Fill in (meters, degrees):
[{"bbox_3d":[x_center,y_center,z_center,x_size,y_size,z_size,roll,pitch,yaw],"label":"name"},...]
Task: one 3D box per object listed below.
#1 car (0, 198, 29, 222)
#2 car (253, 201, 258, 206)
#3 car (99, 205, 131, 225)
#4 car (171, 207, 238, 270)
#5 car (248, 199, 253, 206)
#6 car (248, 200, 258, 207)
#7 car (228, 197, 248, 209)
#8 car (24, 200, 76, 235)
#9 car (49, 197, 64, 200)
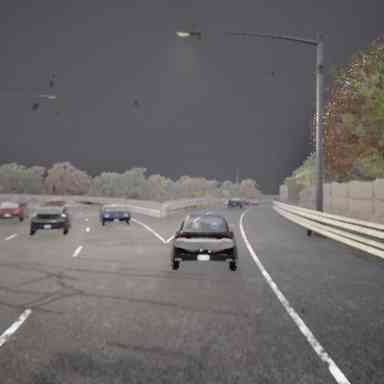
[{"bbox_3d":[-13.522,1.435,25.181,1.812,1.442,4.674,0,0,-19],"label":"car"},{"bbox_3d":[11.741,2.106,67.993,2.033,1.411,5.357,0,-3,15],"label":"car"},{"bbox_3d":[-5.547,1.534,23.558,1.895,1.301,4.718,0,0,-18],"label":"car"},{"bbox_3d":[0.445,1.469,10.963,2.128,1.511,4.902,0,0,3],"label":"car"},{"bbox_3d":[8.893,1.722,56.548,1.895,1.301,4.718,0,-2,14],"label":"car"},{"bbox_3d":[14.431,2.692,78.050,1.895,1.301,4.718,0,-4,16],"label":"car"},{"bbox_3d":[5.954,1.413,44.539,1.882,1.535,5.008,0,-1,14],"label":"car"},{"bbox_3d":[-7.710,1.441,18.560,1.837,1.490,4.892,0,0,-16],"label":"car"},{"bbox_3d":[-16.294,1.349,39.823,1.882,1.535,5.008,0,0,-27],"label":"car"}]
